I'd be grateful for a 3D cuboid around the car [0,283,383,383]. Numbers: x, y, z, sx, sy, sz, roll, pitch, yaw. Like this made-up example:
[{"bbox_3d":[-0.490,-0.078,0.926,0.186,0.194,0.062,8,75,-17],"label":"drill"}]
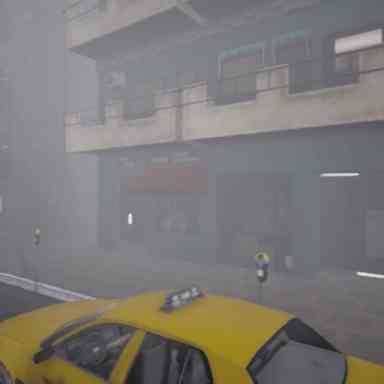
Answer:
[{"bbox_3d":[-0.293,1.535,3.071,4.829,1.417,1.752,0,1,36],"label":"car"}]
